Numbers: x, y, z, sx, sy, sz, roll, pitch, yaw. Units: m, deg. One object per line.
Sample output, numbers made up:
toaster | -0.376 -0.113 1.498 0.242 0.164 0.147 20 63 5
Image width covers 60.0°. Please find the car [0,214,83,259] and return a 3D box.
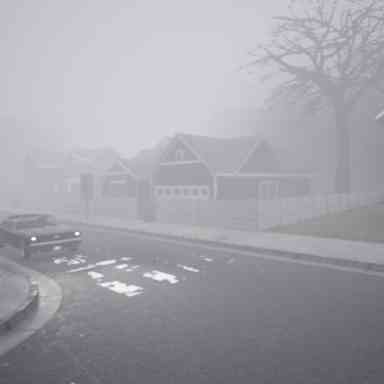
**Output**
car | -5.980 1.539 12.655 1.895 1.301 4.718 -3 2 -43
